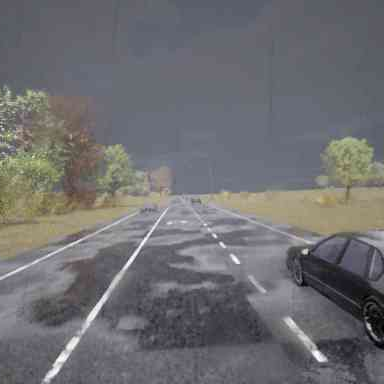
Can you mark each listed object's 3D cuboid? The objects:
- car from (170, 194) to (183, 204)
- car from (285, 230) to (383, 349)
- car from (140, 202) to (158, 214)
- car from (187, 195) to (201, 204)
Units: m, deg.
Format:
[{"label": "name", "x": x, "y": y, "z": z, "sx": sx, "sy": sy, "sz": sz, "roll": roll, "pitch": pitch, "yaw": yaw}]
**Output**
[{"label": "car", "x": -3.863, "y": 1.838, "z": 76.829, "sx": 1.837, "sy": 1.490, "sz": 4.892, "roll": -3, "pitch": 0, "yaw": 4}, {"label": "car", "x": 3.352, "y": 1.418, "z": 5.984, "sx": 2.033, "sy": 1.411, "sz": 5.357, "roll": -2, "pitch": 0, "yaw": -2}, {"label": "car", "x": -5.116, "y": 1.871, "z": 40.022, "sx": 1.994, "sy": 1.385, "sz": 4.181, "roll": -2, "pitch": 0, "yaw": -3}, {"label": "car", "x": 0.724, "y": 1.473, "z": 68.000, "sx": 2.097, "sy": 1.767, "sz": 4.553, "roll": -2, "pitch": 0, "yaw": -2}]
